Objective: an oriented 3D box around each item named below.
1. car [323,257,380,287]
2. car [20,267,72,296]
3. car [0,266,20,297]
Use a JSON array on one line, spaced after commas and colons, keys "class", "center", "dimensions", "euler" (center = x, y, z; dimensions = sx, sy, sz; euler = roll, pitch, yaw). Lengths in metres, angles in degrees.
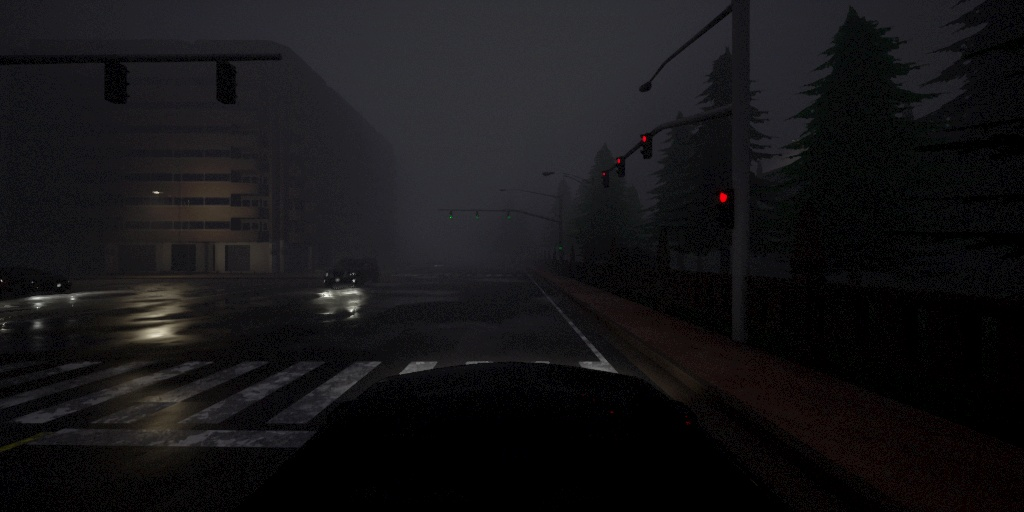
[{"class": "car", "center": [-11.010, 1.117, 25.131], "dimensions": [2.150, 2.045, 5.566], "euler": [0, 0, -3]}, {"class": "car", "center": [-26.813, 1.307, 19.266], "dimensions": [4.892, 1.490, 1.837], "euler": [1, 0, -1]}, {"class": "car", "center": [-26.068, 1.026, 15.775], "dimensions": [5.566, 2.045, 2.150], "euler": [0, 0, -1]}]
